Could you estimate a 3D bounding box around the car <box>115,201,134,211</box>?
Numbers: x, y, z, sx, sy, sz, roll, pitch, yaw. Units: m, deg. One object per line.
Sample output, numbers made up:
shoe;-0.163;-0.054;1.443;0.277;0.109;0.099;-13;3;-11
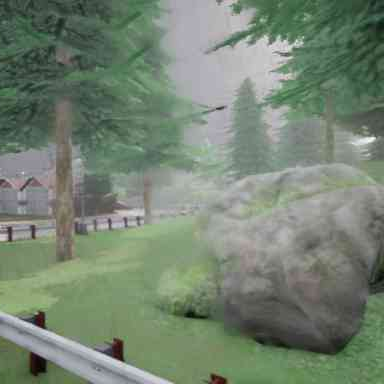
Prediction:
car;-10.519;2.004;48.360;4.674;1.442;1.812;-1;-1;37
